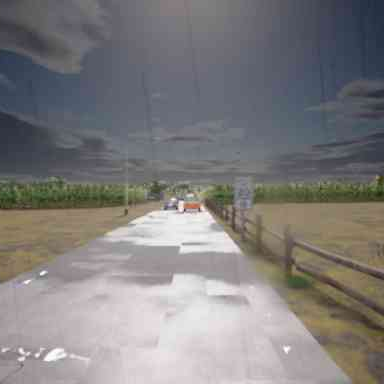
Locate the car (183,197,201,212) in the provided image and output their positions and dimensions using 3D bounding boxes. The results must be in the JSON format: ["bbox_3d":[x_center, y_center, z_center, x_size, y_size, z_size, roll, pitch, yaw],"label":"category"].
[{"bbox_3d":[0.012,1.431,40.603,2.097,1.767,4.553,0,0,0],"label":"car"}]

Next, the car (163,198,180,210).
[{"bbox_3d":[-2.737,1.586,44.806,2.128,1.511,4.902,0,0,0],"label":"car"}]

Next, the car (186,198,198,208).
[{"bbox_3d":[0.015,1.630,50.641,1.837,1.490,4.892,0,0,0],"label":"car"}]
